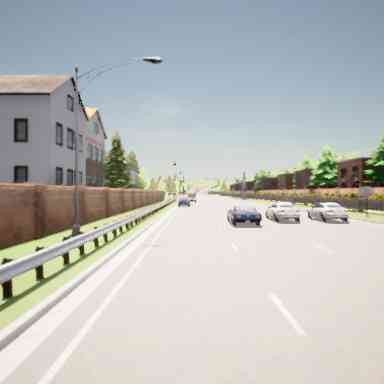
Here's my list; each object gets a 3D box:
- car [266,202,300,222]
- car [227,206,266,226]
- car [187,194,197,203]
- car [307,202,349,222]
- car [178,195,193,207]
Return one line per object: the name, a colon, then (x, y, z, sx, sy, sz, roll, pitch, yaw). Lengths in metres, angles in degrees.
car: (7.091, 1.546, 26.208, 1.812, 1.442, 4.674, 0, 0, 0)
car: (3.603, 1.619, 23.651, 1.895, 1.301, 4.718, 0, 0, 0)
car: (0.013, 1.542, 68.454, 1.895, 1.301, 4.718, 0, 0, 0)
car: (10.591, 1.546, 26.149, 1.812, 1.442, 4.674, 0, 0, 0)
car: (-1.216, 1.567, 51.523, 1.812, 1.442, 4.674, 0, 0, 0)
